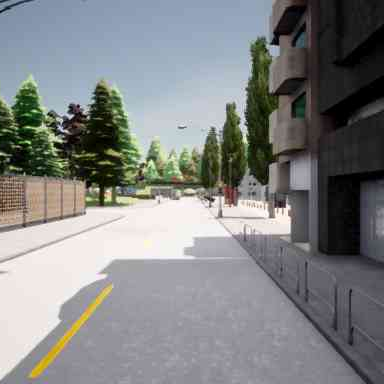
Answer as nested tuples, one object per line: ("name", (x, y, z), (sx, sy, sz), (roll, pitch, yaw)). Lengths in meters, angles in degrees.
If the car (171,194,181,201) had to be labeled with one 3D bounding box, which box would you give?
("car", (-3.972, 1.712, 84.588), (1.837, 1.490, 4.892), (0, 0, 0))
